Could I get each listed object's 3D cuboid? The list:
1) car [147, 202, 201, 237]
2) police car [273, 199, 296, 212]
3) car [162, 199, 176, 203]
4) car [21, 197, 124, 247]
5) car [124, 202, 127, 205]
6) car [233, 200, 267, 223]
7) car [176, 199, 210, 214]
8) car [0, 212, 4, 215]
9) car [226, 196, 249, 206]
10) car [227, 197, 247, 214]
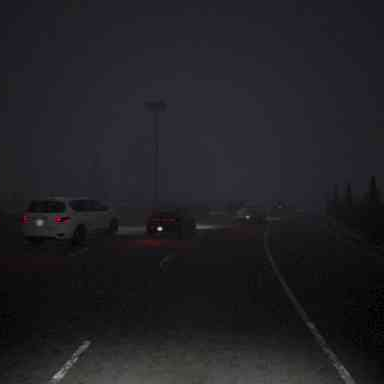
[{"bbox_3d":[-1.040,1.538,18.575,1.837,1.490,4.892,0,0,12],"label":"car"},{"bbox_3d":[11.507,1.644,41.018,2.038,1.542,4.974,0,0,29],"label":"police car"},{"bbox_3d":[-3.040,1.771,51.120,1.994,1.385,4.181,0,-1,31],"label":"car"},{"bbox_3d":[-5.314,1.237,15.301,2.150,2.045,5.566,0,0,10],"label":"car"},{"bbox_3d":[-10.526,1.682,44.567,1.812,1.442,4.674,0,-1,26],"label":"car"},{"bbox_3d":[4.751,1.589,26.137,1.812,1.442,4.674,0,0,18],"label":"car"},{"bbox_3d":[0.383,1.625,34.314,1.812,1.442,4.674,0,0,23],"label":"car"},{"bbox_3d":[-12.026,1.577,18.205,1.994,1.385,4.181,0,0,12],"label":"car"},{"bbox_3d":[8.397,1.640,61.506,2.097,1.767,4.553,0,0,39],"label":"car"},{"bbox_3d":[5.405,1.606,36.937,2.128,1.511,4.902,0,0,25],"label":"car"}]
